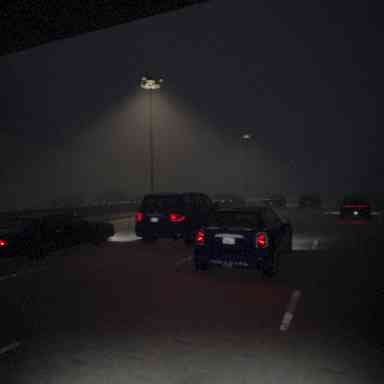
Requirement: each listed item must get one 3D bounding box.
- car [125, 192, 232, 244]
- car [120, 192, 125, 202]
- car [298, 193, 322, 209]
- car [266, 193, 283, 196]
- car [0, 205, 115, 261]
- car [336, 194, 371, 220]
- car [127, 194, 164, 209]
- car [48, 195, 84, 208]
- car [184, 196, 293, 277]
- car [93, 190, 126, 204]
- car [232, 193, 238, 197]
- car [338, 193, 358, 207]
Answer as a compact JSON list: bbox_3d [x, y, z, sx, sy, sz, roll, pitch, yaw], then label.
[{"bbox_3d":[-0.254,1.019,14.264,2.150,2.045,5.566,0,1,24],"label":"car"},{"bbox_3d":[-6.690,1.015,43.769,2.033,1.411,5.357,0,1,24],"label":"car"},{"bbox_3d":[11.744,0.835,33.050,1.882,1.535,5.008,0,1,24],"label":"car"},{"bbox_3d":[8.667,0.868,34.750,2.128,1.511,4.902,0,1,24],"label":"car"},{"bbox_3d":[-5.057,1.446,11.991,2.033,1.411,5.357,0,1,24],"label":"car"},{"bbox_3d":[11.224,1.012,23.087,1.837,1.490,4.892,0,1,23],"label":"car"},{"bbox_3d":[-5.252,1.029,38.330,1.837,1.490,4.892,0,1,24],"label":"car"},{"bbox_3d":[-15.487,1.122,41.128,2.128,1.511,4.902,0,1,24],"label":"car"},{"bbox_3d":[1.752,1.180,10.097,2.097,1.767,4.553,0,1,24],"label":"car"},{"bbox_3d":[-10.571,0.745,43.640,2.150,2.045,5.566,0,1,24],"label":"car"},{"bbox_3d":[3.609,0.842,31.900,2.097,1.767,4.553,0,1,24],"label":"car"},{"bbox_3d":[17.241,0.824,36.905,1.895,1.301,4.718,0,1,24],"label":"car"}]
